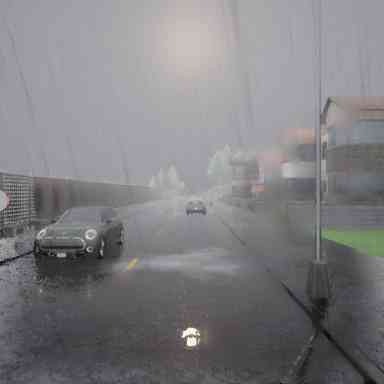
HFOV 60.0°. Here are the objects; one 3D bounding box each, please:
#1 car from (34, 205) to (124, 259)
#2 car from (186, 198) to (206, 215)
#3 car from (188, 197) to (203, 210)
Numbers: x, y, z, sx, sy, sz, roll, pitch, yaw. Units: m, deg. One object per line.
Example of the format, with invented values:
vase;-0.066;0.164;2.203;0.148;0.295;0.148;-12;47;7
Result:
car;-3.987;1.352;12.473;2.097;1.767;4.553;0;0;1
car;0.404;1.564;34.295;1.994;1.385;4.181;0;0;0
car;0.493;1.477;44.780;1.882;1.535;5.008;0;0;1
